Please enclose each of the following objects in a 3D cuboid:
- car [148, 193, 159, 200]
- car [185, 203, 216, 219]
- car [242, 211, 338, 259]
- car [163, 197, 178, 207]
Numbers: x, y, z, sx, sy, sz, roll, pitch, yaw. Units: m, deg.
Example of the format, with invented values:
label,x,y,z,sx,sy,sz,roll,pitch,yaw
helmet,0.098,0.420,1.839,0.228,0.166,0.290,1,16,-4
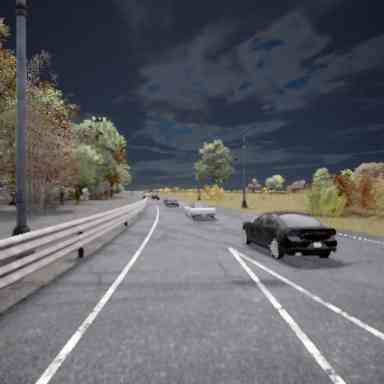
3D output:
label,x,y,z,sx,sy,sz,roll,pitch,yaw
car,-9.234,1.182,82.931,1.837,1.490,4.892,0,0,-10
car,0.590,1.545,28.231,1.895,1.301,4.718,0,0,-10
car,3.399,1.460,12.598,1.882,1.535,5.008,0,0,-10
car,-3.159,1.398,49.097,2.033,1.411,5.357,0,0,-10
